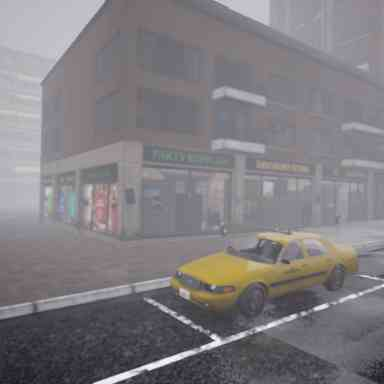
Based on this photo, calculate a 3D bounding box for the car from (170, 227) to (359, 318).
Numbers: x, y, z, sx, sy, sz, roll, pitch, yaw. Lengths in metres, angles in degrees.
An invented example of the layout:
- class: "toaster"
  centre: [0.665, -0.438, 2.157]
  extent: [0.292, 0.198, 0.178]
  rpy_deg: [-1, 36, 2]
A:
- class: "car"
  centre: [1.836, 1.504, 7.384]
  extent: [4.829, 1.417, 1.752]
  rpy_deg: [0, 2, -35]
